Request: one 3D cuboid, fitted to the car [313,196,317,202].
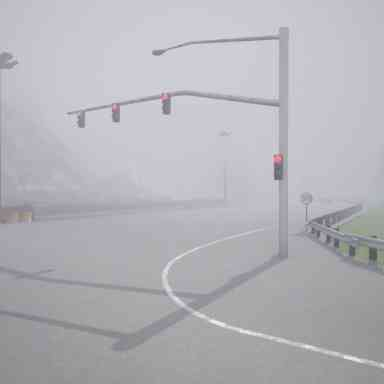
[{"bbox_3d":[28.111,1.520,72.920,2.033,1.411,5.357,0,0,7],"label":"car"}]

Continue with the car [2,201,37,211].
[{"bbox_3d":[-15.970,1.538,30.715,1.895,1.301,4.718,0,0,32],"label":"car"}]

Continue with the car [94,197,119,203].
[{"bbox_3d":[-13.446,1.467,54.268,2.033,1.411,5.357,0,0,32],"label":"car"}]

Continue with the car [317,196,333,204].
[{"bbox_3d":[25.561,1.549,63.331,1.994,1.385,4.181,0,0,16],"label":"car"}]

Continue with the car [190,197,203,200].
[{"bbox_3d":[0.788,1.544,57.860,1.895,1.301,4.718,0,0,26],"label":"car"}]

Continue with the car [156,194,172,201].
[{"bbox_3d":[-5.798,1.274,68.375,2.097,1.767,4.553,0,0,23],"label":"car"}]

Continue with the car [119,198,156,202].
[{"bbox_3d":[-7.226,1.503,44.502,1.994,1.385,4.181,0,0,32],"label":"car"}]
